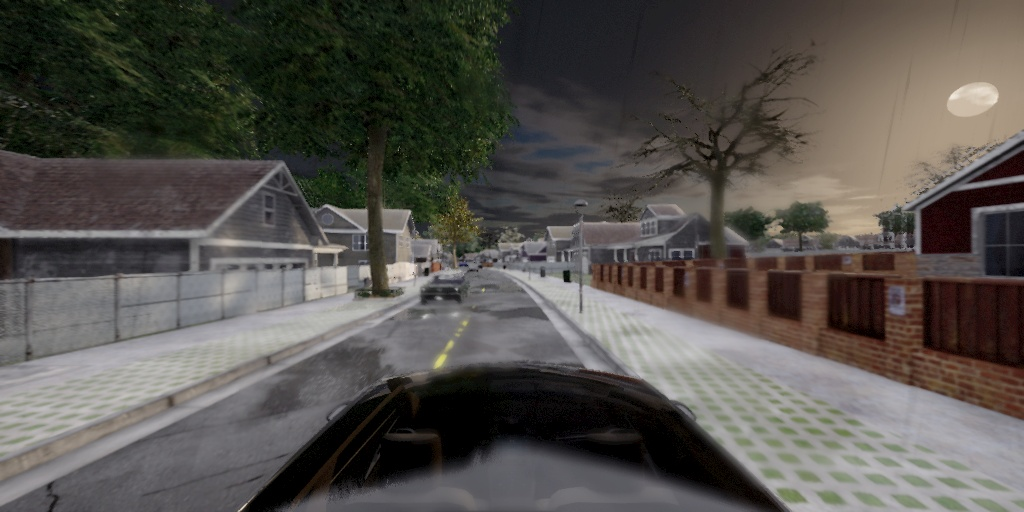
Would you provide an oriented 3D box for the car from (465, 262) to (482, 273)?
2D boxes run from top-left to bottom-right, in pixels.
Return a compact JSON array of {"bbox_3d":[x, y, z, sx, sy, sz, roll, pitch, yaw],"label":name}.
[{"bbox_3d":[-6.464,2.050,59.872,1.837,1.490,4.892,0,-1,-6],"label":"car"}]

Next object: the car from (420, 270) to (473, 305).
[{"bbox_3d":[-3.151,1.550,17.541,1.895,1.301,4.718,0,-1,-2],"label":"car"}]
